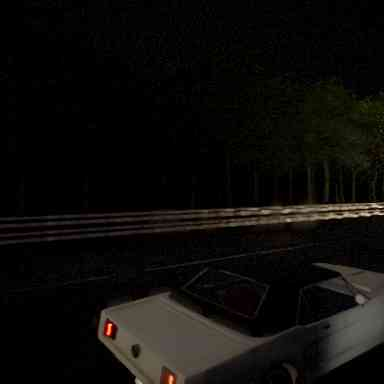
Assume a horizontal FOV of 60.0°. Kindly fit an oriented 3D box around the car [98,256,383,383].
[{"bbox_3d":[1.318,1.586,4.549,4.718,1.301,1.895,0,0,-36],"label":"car"}]
